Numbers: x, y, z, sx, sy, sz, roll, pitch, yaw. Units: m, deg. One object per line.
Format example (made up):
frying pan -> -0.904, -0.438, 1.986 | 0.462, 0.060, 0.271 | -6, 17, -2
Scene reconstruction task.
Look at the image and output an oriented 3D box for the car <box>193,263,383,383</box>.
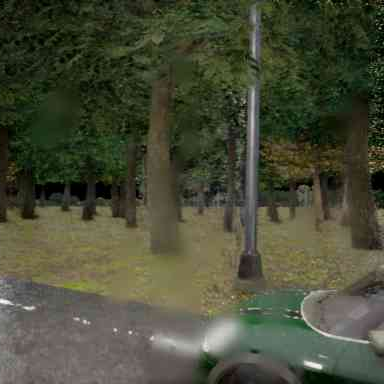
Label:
car -> 2.302, 1.527, 3.273 | 4.553, 1.767, 2.097 | 1, -2, 27
